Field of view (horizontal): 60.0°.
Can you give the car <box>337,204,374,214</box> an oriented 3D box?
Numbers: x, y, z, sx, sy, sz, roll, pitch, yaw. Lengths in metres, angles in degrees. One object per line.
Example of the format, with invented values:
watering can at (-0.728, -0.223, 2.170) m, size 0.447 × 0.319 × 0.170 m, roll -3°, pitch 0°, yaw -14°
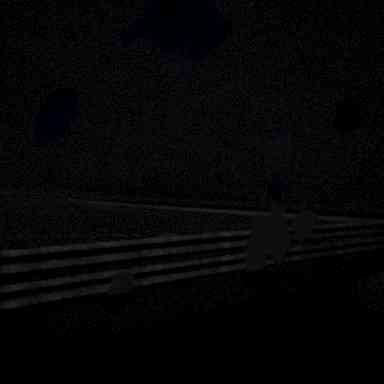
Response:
car at (23.661, 2.607, 48.113) m, size 4.892 × 1.490 × 1.837 m, roll 2°, pitch -2°, yaw 31°
